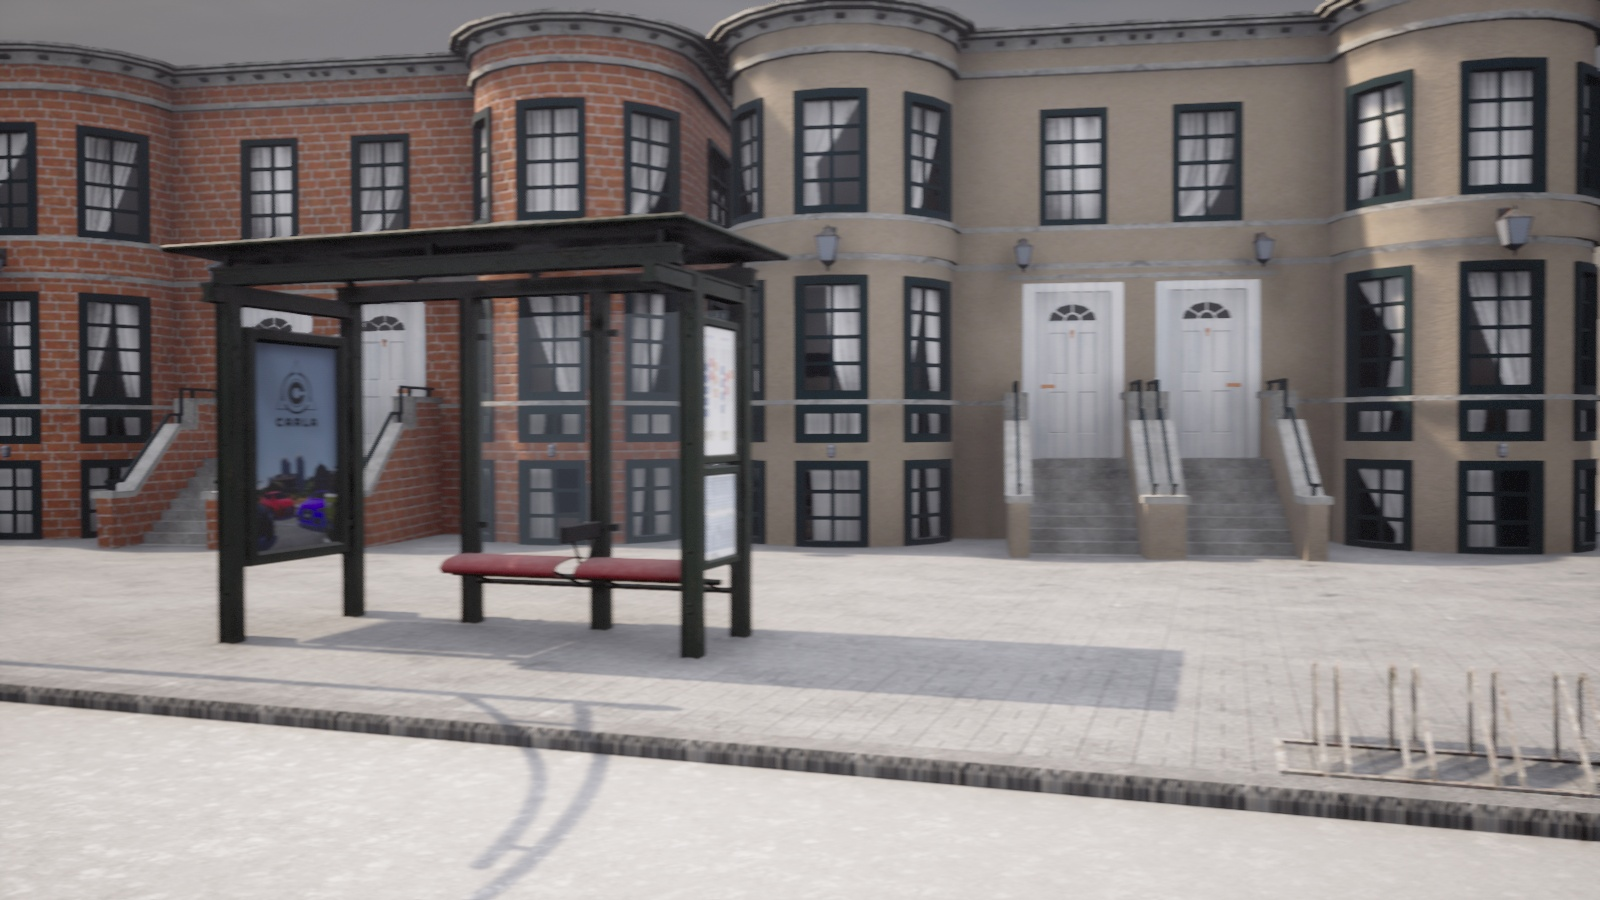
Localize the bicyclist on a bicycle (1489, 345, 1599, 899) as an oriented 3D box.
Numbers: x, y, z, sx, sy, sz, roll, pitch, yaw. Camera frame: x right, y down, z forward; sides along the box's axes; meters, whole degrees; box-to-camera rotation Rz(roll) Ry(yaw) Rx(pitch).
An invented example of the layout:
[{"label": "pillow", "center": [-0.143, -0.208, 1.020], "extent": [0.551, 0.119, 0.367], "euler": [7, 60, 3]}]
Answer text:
[{"label": "bicyclist on a bicycle", "center": [2.659, 0.662, 2.824], "extent": [1.843, 1.776, 0.659], "euler": [1, 1, 19]}]
